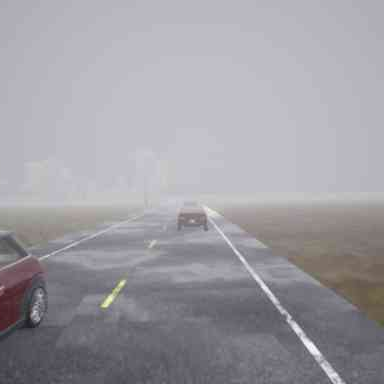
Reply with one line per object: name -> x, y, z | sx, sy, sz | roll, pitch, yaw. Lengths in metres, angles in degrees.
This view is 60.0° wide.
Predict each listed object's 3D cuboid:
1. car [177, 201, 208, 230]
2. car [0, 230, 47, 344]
car -> 0.021, 1.623, 22.346 | 1.882, 1.535, 5.008 | 0, 0, 0
car -> -3.605, 1.378, 3.977 | 2.097, 1.767, 4.553 | 0, 0, 0
